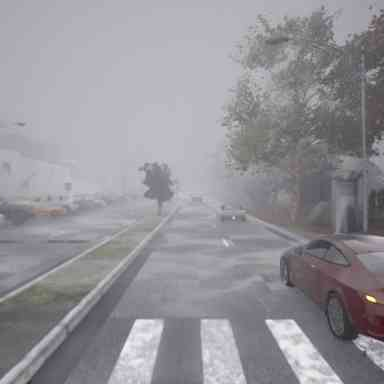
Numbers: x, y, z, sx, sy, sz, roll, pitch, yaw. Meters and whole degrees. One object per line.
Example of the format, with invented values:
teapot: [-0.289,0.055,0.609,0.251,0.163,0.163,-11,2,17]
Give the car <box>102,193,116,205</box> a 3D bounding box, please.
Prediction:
car: [-13.810,1.308,47.037,5.008,1.535,2.097,-1,1,-20]

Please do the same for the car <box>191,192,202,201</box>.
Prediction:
car: [0.904,0.905,67.733,2.097,1.767,4.553,0,1,0]

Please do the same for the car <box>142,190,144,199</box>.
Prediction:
car: [-13.769,0.859,74.049,4.553,1.767,2.185,-1,1,-20]

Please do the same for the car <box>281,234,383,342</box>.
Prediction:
car: [3.101,1.535,6.383,1.812,1.442,4.674,0,0,0]

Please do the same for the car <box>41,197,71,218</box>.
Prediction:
car: [-13.657,1.485,29.086,5.366,1.575,1.946,-1,0,-20]

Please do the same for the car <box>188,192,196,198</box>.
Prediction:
car: [0.018,0.761,91.704,2.033,1.411,5.357,0,0,0]

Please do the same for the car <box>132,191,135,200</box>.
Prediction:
car: [-13.980,1.108,61.974,5.366,1.575,1.946,-1,1,-20]

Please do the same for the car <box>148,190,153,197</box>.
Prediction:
car: [-13.817,0.649,86.032,5.566,2.045,2.435,-1,1,-20]

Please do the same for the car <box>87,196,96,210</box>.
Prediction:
car: [-13.826,1.463,38.038,4.674,1.452,2.002,-1,0,-20]

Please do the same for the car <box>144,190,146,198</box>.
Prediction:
car: [-13.829,0.837,77.035,4.553,1.767,2.185,-1,0,-20]

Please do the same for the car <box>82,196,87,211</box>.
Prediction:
car: [-13.851,1.478,35.013,4.792,1.488,2.163,-1,1,-20]

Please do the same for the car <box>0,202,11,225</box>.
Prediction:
car: [-13.840,1.557,20.012,4.674,1.452,2.002,-1,0,-20]

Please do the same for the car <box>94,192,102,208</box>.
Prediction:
car: [-13.853,1.261,41.025,4.553,1.767,2.185,-1,0,-20]

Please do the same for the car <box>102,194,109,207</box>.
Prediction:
car: [-13.821,1.389,44.037,4.674,1.452,2.002,-1,0,-20]

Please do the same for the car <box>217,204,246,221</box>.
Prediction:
car: [3.102,1.611,26.884,1.895,1.301,4.718,0,0,0]

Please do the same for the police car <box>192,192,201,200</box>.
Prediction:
police car: [0.905,0.921,73.878,1.930,1.638,5.238,0,1,0]

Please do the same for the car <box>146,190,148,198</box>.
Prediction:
car: [-13.801,0.941,80.046,4.892,1.521,2.231,-1,0,-20]

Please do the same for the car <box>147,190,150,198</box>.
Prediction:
car: [-13.817,0.949,83.031,4.792,1.488,2.163,-1,1,-20]

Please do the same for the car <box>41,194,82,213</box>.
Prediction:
car: [-13.856,1.221,32.012,5.566,2.045,2.435,-1,1,-20]

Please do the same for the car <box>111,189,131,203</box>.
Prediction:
car: [-13.790,0.932,56.053,5.566,2.045,2.435,-1,1,-20]

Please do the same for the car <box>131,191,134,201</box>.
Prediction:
car: [-13.634,1.137,59.108,5.366,1.575,1.946,-1,1,-20]

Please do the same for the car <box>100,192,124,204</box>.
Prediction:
car: [-13.786,1.252,53.053,4.792,1.488,2.163,-1,1,-20]

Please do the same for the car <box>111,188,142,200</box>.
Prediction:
car: [-13.830,0.790,68.022,5.566,2.045,2.435,-1,1,-20]

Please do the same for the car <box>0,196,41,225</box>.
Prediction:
car: [-13.811,1.265,23.031,5.566,2.045,2.435,-1,0,-20]

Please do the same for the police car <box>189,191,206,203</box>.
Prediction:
police car: [0.904,1.093,57.867,1.930,1.638,5.238,0,1,0]
